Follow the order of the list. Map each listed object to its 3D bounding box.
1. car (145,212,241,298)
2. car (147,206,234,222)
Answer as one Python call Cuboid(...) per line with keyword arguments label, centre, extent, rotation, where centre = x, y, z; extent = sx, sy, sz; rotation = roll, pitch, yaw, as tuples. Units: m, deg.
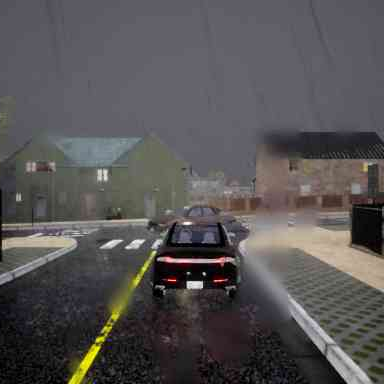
Cuboid(label="car", centre=(0.134, 1.493, 8.537), extent=(2.128, 1.511, 4.902), rotation=(0, 0, 2))
Cuboid(label="car", centre=(0.070, 1.508, 19.002), extent=(5.357, 1.411, 2.033), rotation=(-2, 0, -35))
